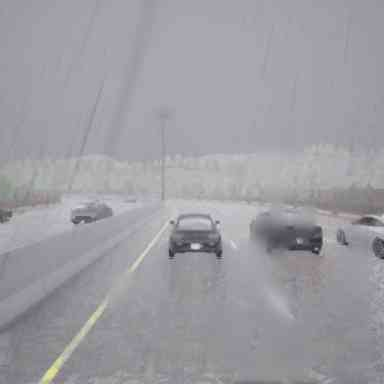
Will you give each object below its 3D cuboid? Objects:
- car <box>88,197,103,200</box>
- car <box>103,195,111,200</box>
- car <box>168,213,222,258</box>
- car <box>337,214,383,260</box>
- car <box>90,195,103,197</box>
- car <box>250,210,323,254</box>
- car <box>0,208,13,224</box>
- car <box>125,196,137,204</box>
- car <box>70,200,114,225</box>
[{"bbox_3d":[-10.640,1.529,33.757,1.812,1.442,4.674,0,0,-1],"label":"car"},{"bbox_3d":[-19.068,1.324,73.762,1.812,1.442,4.674,0,0,-25],"label":"car"},{"bbox_3d":[0.109,1.528,12.650,1.812,1.442,4.674,0,0,0],"label":"car"},{"bbox_3d":[7.108,1.528,12.322,1.812,1.442,4.674,0,0,0],"label":"car"},{"bbox_3d":[-18.647,1.360,63.253,2.097,1.767,4.553,0,0,-18],"label":"car"},{"bbox_3d":[3.607,1.480,13.529,1.882,1.535,5.008,0,0,0],"label":"car"},{"bbox_3d":[-14.087,1.604,22.216,1.895,1.301,4.718,0,0,0],"label":"car"},{"bbox_3d":[-12.107,1.531,65.826,1.812,1.442,4.674,0,0,-18],"label":"car"},{"bbox_3d":[-7.086,1.550,24.266,2.033,1.411,5.357,0,0,0],"label":"car"}]
